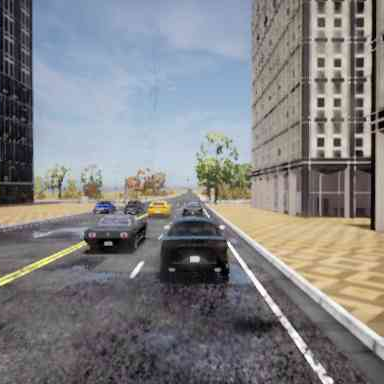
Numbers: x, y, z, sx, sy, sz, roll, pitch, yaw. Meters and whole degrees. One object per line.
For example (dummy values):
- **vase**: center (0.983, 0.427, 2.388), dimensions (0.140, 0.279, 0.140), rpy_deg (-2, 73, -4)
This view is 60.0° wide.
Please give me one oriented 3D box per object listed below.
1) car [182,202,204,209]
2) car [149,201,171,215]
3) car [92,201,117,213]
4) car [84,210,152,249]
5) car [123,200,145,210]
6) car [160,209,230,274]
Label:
- **car**: center (0.096, 1.645, 31.421), dimensions (2.128, 1.511, 4.902), rpy_deg (0, 0, 0)
- **car**: center (-3.152, 1.638, 32.952), dimensions (1.882, 1.535, 5.008), rpy_deg (0, 0, 0)
- **car**: center (-9.842, 1.708, 37.886), dimensions (1.812, 1.442, 4.674), rpy_deg (0, 0, 0)
- **car**: center (-3.156, 1.675, 14.820), dimensions (1.895, 1.301, 4.718), rpy_deg (0, 0, 0)
- **car**: center (-6.593, 1.688, 38.168), dimensions (1.837, 1.490, 4.892), rpy_deg (0, 0, 0)
- **car**: center (0.081, 1.532, 10.773), dimensions (1.882, 1.535, 5.008), rpy_deg (0, 0, 0)
